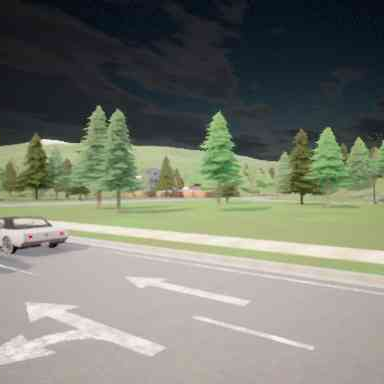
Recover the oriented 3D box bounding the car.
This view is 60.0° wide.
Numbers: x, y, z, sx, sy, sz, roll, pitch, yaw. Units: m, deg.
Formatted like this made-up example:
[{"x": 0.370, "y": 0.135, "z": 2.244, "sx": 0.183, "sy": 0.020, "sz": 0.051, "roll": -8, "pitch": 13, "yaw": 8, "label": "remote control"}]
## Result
[{"x": -7.139, "y": 1.603, "z": 13.379, "sx": 4.718, "sy": 1.301, "sz": 1.895, "roll": 0, "pitch": 0, "yaw": 35, "label": "car"}]
